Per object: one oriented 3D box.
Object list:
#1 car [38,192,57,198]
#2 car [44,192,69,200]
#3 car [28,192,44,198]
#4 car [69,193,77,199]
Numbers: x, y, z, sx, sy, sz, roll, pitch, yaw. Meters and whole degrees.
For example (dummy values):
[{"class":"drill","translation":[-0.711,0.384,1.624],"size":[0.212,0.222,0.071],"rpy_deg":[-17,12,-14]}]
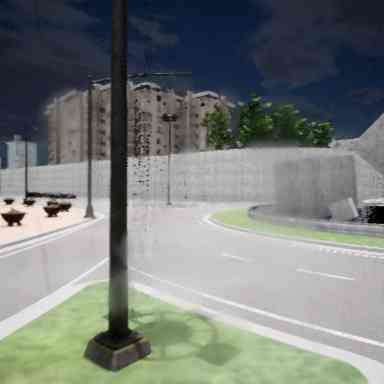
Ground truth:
[{"class":"car","translation":[-34.734,0.716,79.992],"size":[5.357,1.411,2.033],"rpy_deg":[1,1,41]},{"class":"car","translation":[-28.537,0.827,69.972],"size":[4.892,1.490,1.837],"rpy_deg":[1,1,41]},{"class":"car","translation":[-36.400,0.664,76.803],"size":[5.008,1.535,1.882],"rpy_deg":[1,1,41]},{"class":"car","translation":[-27.185,0.857,73.434],"size":[4.181,1.385,1.994],"rpy_deg":[1,1,41]}]
